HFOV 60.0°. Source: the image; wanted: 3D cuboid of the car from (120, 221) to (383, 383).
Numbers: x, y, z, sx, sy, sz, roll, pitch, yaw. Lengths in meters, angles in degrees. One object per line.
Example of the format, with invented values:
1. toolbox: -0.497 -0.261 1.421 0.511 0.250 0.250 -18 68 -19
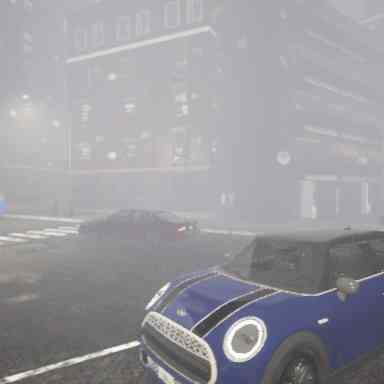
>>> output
1. car: 1.545 1.380 4.843 4.553 1.767 2.097 0 0 -36

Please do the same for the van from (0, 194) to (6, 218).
1. van: -14.754 0.910 23.055 3.998 1.788 1.690 1 0 26

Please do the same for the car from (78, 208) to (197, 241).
1. car: -2.280 1.390 14.111 5.357 1.411 2.033 1 1 27
